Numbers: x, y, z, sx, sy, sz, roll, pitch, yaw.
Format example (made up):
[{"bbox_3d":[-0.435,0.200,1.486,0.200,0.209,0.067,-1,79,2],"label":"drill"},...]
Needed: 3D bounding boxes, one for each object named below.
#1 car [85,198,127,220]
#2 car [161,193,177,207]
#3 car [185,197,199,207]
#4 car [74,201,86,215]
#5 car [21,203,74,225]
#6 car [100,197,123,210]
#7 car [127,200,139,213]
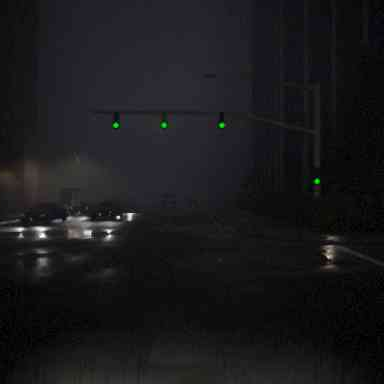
[{"bbox_3d":[-7.087,1.502,28.037,1.837,1.490,4.892,0,0,0],"label":"car"},{"bbox_3d":[-3.499,1.216,50.471,2.150,2.045,5.566,0,0,0],"label":"car"},{"bbox_3d":[0.002,1.501,49.763,1.837,1.490,4.892,0,0,0],"label":"car"},{"bbox_3d":[-10.570,1.597,33.383,1.895,1.301,4.718,0,0,0],"label":"car"},{"bbox_3d":[-10.598,1.523,24.275,1.812,1.442,4.674,0,0,0],"label":"car"},{"bbox_3d":[-10.500,1.473,43.825,1.882,1.535,5.008,0,0,0],"label":"car"},{"bbox_3d":[-7.058,1.560,36.945,1.994,1.385,4.181,0,0,0],"label":"car"}]
